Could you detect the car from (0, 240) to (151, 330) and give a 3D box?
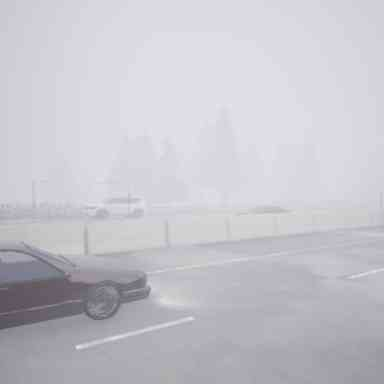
[{"bbox_3d":[-3.412,1.551,5.613,5.357,1.411,2.033,1,0,-35],"label":"car"}]

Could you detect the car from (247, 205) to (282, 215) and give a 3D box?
[{"bbox_3d":[5.489,1.707,24.984,5.008,1.535,1.882,1,-1,-35],"label":"car"}]

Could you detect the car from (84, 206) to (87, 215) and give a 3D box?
[{"bbox_3d":[-6.580,1.362,29.353,5.566,2.045,2.150,1,-1,-35],"label":"car"}]
